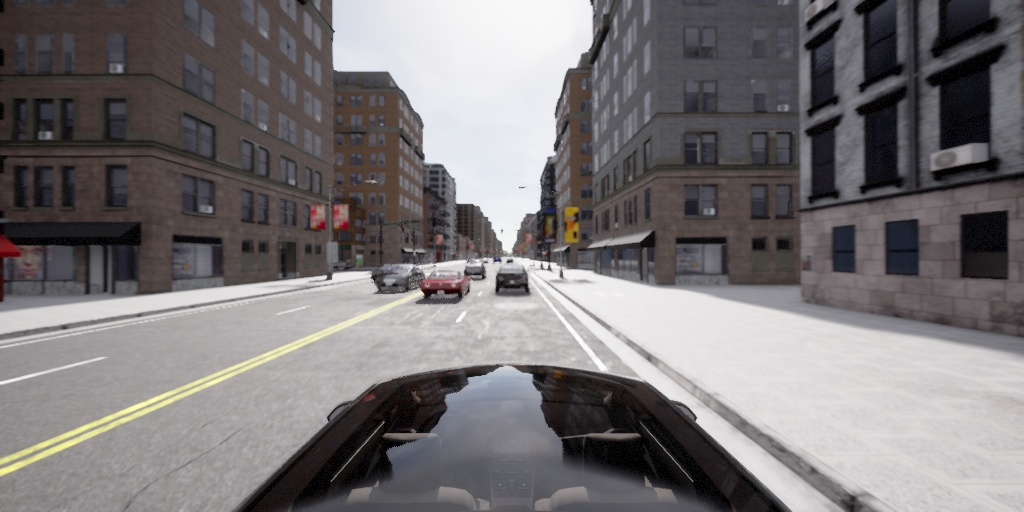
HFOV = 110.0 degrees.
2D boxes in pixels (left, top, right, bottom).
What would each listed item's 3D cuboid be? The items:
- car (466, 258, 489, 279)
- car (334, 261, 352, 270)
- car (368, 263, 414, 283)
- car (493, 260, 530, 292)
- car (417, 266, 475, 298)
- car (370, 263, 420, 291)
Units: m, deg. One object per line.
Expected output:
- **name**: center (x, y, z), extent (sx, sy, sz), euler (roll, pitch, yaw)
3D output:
- **car**: center (-3.289, 1.246, 32.479), extent (2.128, 1.511, 4.902), euler (0, 0, -1)
- **car**: center (-25.615, 1.408, 52.179), extent (4.313, 1.339, 1.948), euler (0, 0, 0)
- **car**: center (-9.939, 1.327, 29.886), extent (2.033, 1.411, 5.357), euler (0, 0, 0)
- **car**: center (0.007, 1.224, 21.314), extent (1.882, 1.535, 5.008), euler (0, 0, 0)
- **car**: center (-3.223, 1.359, 18.429), extent (1.895, 1.301, 4.718), euler (0, 0, 0)
- **car**: center (-6.682, 1.263, 21.914), extent (2.128, 1.511, 4.902), euler (0, 0, 0)
